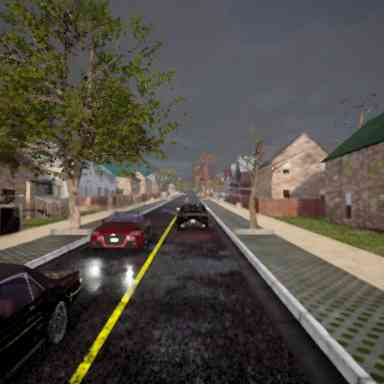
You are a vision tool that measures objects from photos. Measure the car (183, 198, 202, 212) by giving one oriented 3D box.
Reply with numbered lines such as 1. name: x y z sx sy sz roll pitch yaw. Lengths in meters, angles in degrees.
1. car: 0.074 1.426 36.867 1.895 1.301 4.718 0 0 0

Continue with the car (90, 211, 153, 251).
1. car: -2.748 1.504 13.750 1.994 1.385 4.181 0 0 0

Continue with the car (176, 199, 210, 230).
1. car: 0.063 1.387 20.376 1.882 1.535 5.008 0 1 0

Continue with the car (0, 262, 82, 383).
1. car: -2.845 1.585 3.548 1.895 1.301 4.718 0 0 0
